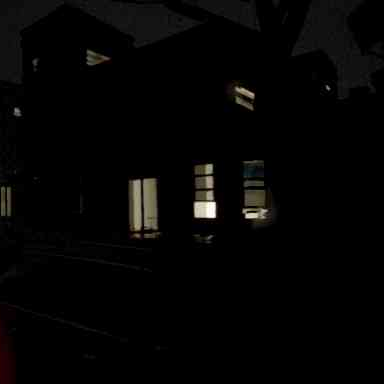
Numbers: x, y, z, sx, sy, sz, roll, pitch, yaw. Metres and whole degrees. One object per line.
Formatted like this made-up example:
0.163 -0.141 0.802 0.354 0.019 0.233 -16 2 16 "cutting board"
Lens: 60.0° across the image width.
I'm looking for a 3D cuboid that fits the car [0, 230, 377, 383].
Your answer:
-0.846 1.344 3.493 5.009 1.841 2.192 -1 -1 35 "car"
